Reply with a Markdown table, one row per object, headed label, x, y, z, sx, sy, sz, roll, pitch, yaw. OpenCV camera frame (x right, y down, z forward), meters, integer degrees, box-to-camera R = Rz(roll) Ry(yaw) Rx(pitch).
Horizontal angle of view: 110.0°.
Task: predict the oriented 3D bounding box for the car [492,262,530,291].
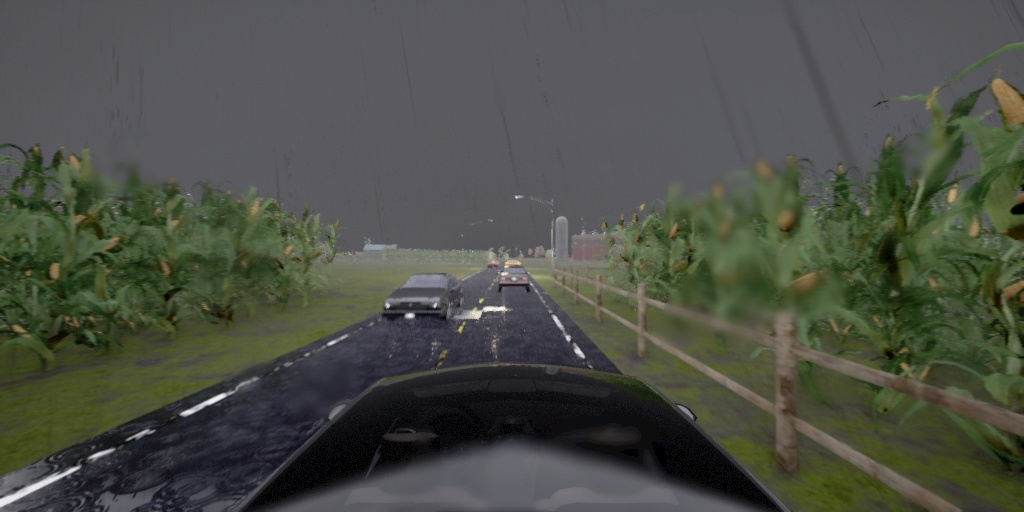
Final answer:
| label | x | y | z | sx | sy | sz | roll | pitch | yaw |
| --- | --- | --- | --- | --- | --- | --- | --- | --- | --- |
| car | 0.112 | 1.287 | 21.689 | 2.033 | 1.411 | 5.357 | 0 | 0 | 0 |

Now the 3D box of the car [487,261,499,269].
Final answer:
| label | x | y | z | sx | sy | sz | roll | pitch | yaw |
| --- | --- | --- | --- | --- | --- | --- | --- | --- | --- |
| car | -2.778 | 1.356 | 54.832 | 1.895 | 1.301 | 4.718 | 0 | 0 | 1 |

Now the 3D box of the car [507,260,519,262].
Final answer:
| label | x | y | z | sx | sy | sz | roll | pitch | yaw |
| --- | --- | --- | --- | --- | --- | --- | --- | --- | --- |
| car | 0.122 | 1.224 | 44.233 | 1.882 | 1.535 | 5.008 | 0 | 0 | 0 |

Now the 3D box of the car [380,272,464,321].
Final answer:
| label | x | y | z | sx | sy | sz | roll | pitch | yaw |
| --- | --- | --- | --- | --- | --- | --- | --- | --- | --- |
| car | -2.846 | 1.290 | 12.678 | 2.033 | 1.411 | 5.357 | 0 | 0 | 0 |
